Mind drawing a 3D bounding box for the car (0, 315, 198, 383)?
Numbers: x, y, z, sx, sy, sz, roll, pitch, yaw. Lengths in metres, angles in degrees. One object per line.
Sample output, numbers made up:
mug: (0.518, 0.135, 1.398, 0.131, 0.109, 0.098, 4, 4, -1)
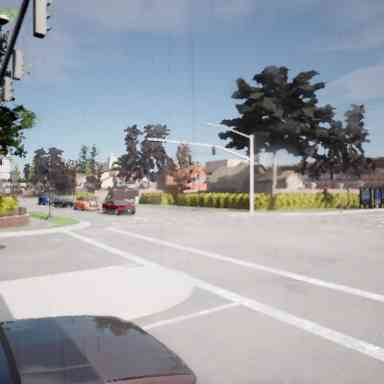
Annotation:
car: (-2.483, 1.549, 1.974, 5.357, 1.411, 2.033, 0, 0, -36)

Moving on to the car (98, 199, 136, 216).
car: (-7.284, 1.466, 32.949, 1.882, 1.535, 5.008, 0, 0, -36)

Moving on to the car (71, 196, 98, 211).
car: (-12.685, 1.340, 40.401, 2.097, 1.767, 4.553, 0, 0, -36)

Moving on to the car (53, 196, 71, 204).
car: (-24.723, 1.531, 63.129, 2.033, 1.411, 5.357, 0, 0, -36)

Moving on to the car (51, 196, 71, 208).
car: (-18.663, 1.588, 48.658, 1.895, 1.301, 4.718, 0, 0, -36)

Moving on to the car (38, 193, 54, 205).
car: (-24.907, 1.208, 57.364, 2.150, 2.045, 5.566, 0, 0, -35)
